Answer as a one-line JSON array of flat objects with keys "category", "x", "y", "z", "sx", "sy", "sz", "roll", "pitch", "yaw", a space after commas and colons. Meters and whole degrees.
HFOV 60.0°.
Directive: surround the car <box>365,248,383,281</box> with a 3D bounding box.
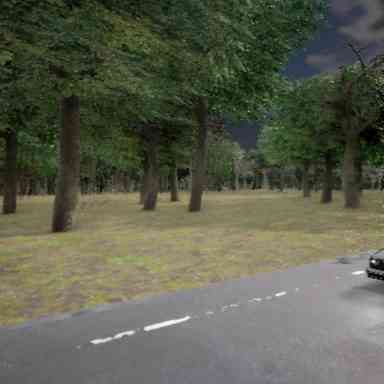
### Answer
[{"category": "car", "x": 6.781, "y": 1.573, "z": 8.761, "sx": 5.357, "sy": 1.411, "sz": 2.033, "roll": 0, "pitch": 0, "yaw": -35}]
